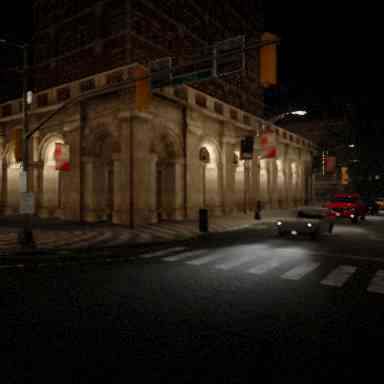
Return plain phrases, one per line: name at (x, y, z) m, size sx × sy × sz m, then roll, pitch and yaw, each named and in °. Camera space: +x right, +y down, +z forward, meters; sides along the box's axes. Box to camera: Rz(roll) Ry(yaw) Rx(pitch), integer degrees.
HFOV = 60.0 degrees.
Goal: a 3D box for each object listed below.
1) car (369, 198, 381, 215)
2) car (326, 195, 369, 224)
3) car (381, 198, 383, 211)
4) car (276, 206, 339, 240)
car at (17.593, 1.479, 33.758) m, size 1.882 × 1.535 × 5.008 m, roll 0°, pitch 0°, yaw 35°
car at (11.802, 1.223, 25.577) m, size 2.150 × 2.045 × 5.566 m, roll 0°, pitch 0°, yaw 35°
car at (23.501, 1.478, 42.128) m, size 1.882 × 1.535 × 5.008 m, roll 0°, pitch 0°, yaw 35°
car at (6.056, 1.603, 17.472) m, size 1.895 × 1.301 × 4.718 m, roll 0°, pitch 0°, yaw 35°
